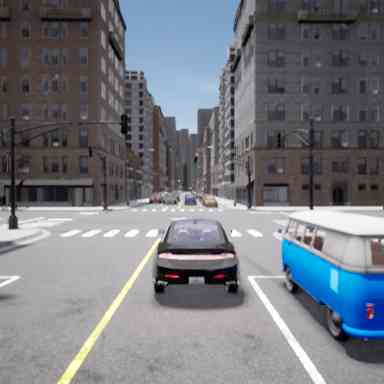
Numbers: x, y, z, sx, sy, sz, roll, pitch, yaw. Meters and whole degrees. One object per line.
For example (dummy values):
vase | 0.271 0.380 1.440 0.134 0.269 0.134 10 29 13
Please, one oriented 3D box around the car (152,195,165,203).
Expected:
car | -6.128 1.247 61.833 2.008 1.369 4.403 0 0 -1

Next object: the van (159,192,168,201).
van | -6.284 0.977 72.881 1.690 1.788 3.998 0 0 -1

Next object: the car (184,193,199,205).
car | -0.246 1.264 53.853 1.812 1.442 4.674 0 0 -1

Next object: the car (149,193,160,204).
car | -6.051 1.041 56.305 2.192 1.841 5.009 0 0 -1

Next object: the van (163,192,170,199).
van | -6.438 0.913 83.931 1.690 1.788 3.998 0 0 -1

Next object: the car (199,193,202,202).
car | 2.552 1.194 50.900 1.967 1.590 4.097 0 0 -1

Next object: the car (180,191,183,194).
car | -3.550 0.882 67.976 2.150 2.045 5.566 0 1 -1

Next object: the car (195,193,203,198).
car | 1.929 1.056 95.104 2.008 1.369 4.403 0 0 -1

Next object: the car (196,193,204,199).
car | 2.007 1.089 89.579 2.008 1.369 4.403 0 0 -1

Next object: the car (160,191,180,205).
car | -3.400 1.099 52.183 2.097 1.767 4.553 0 0 -1

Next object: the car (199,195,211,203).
car | 2.397 1.261 61.952 1.947 1.339 4.313 0 0 -1

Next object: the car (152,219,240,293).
car | 0.089 1.450 8.716 2.128 1.511 4.902 0 0 0

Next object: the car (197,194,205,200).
car | 2.163 1.185 78.528 1.802 1.307 4.206 0 0 -1

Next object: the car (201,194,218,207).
car | 2.628 1.306 45.546 1.752 1.417 4.829 0 0 -1

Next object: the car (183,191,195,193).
car | -0.784 1.092 84.896 2.128 1.511 4.902 0 0 -1

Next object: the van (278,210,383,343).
van | 2.851 1.312 6.186 1.690 1.788 3.998 0 0 0

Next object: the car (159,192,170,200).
car | -6.362 0.919 78.407 2.192 1.841 5.009 0 0 -1
